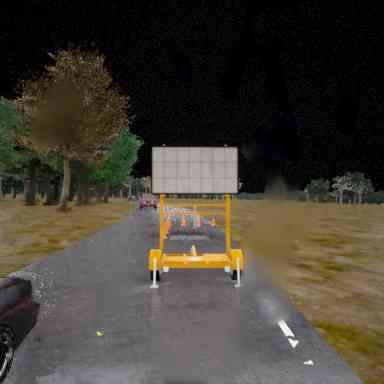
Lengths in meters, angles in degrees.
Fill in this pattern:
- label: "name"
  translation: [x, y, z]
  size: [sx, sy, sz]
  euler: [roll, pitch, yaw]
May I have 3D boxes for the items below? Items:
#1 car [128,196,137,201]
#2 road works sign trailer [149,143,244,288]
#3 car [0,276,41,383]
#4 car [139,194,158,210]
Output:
- label: "car"
  translation: [-15.622, 1.671, 87.012]
  size: [1.812, 1.442, 4.674]
  euler: [0, -1, -18]
- label: "road works sign trailer"
  translation: [0.077, 0.464, 9.245]
  size: [2.380, 3.560, 2.880]
  euler: [0, 0, -2]
- label: "car"
  translation: [-3.096, 1.545, 2.479]
  size: [2.033, 1.411, 5.357]
  euler: [0, 0, 0]
- label: "car"
  translation: [-5.776, 1.225, 44.022]
  size: [2.150, 2.045, 5.566]
  euler: [0, 0, -8]
